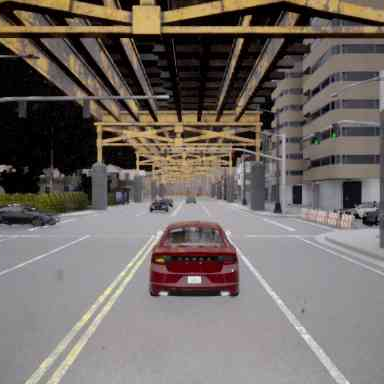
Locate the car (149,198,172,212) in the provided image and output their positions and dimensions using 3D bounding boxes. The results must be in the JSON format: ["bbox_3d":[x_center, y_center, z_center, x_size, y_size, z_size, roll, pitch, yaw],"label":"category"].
[{"bbox_3d":[-3.684,1.564,38.282,1.994,1.385,4.181,0,0,0],"label":"car"}]

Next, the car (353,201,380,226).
[{"bbox_3d":[13.211,1.453,21.343,4.974,1.542,2.038,0,0,-20],"label":"car"}]

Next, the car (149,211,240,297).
[{"bbox_3d":[0.053,1.478,8.643,1.882,1.535,5.008,0,0,0],"label":"car"}]

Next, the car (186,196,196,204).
[{"bbox_3d":[-0.153,1.547,63.319,2.033,1.411,5.357,0,0,0],"label":"car"}]

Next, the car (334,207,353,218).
[{"bbox_3d":[13.574,1.295,25.481,4.536,1.218,1.853,0,0,25],"label":"car"}]

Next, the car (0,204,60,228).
[{"bbox_3d":[-10.996,1.525,21.565,4.674,1.442,1.812,0,0,5],"label":"car"}]
